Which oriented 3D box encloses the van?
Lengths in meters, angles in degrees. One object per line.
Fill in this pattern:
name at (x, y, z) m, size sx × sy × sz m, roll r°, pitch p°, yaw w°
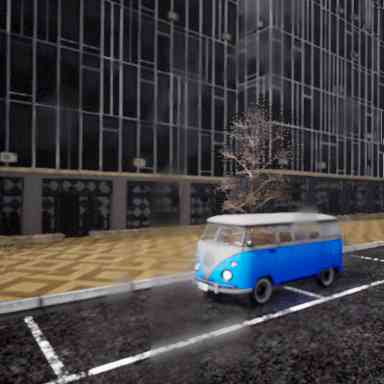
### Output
van at (1.936, 1.413, 7.977) m, size 3.998 × 1.788 × 1.690 m, roll 1°, pitch 0°, yaw -36°
